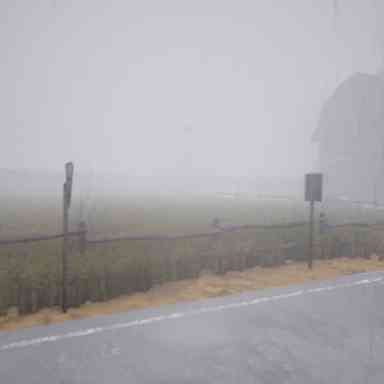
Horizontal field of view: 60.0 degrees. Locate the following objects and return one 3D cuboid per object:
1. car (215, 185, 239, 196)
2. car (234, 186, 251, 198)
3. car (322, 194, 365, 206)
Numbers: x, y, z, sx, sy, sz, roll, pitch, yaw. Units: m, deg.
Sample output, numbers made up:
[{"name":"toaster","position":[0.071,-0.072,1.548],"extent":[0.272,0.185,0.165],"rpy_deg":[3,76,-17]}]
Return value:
[{"name":"car","position":[6.863,-0.342,63.565],"extent":[2.150,2.045,5.566],"rpy_deg":[0,2,-41]},{"name":"car","position":[8.192,0.230,52.417],"extent":[1.882,1.535,5.008],"rpy_deg":[1,2,11]},{"name":"car","position":[13.032,0.958,29.669],"extent":[1.812,1.442,4.674],"rpy_deg":[0,2,-30]}]
